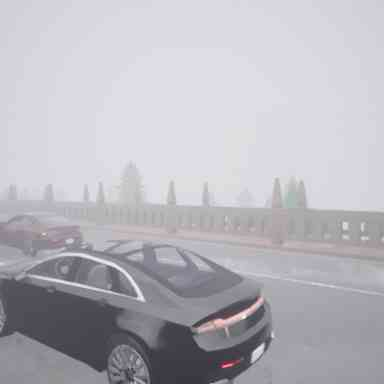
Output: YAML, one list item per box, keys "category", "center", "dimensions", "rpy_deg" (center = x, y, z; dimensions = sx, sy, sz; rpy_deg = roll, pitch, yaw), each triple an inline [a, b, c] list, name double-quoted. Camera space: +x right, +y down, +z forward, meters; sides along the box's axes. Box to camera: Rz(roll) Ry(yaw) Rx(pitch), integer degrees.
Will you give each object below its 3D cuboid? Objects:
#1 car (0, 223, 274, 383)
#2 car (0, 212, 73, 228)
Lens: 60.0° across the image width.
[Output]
- category: "car"
  center: [-1.268, 1.482, 4.952]
  dimensions: [4.902, 1.511, 2.128]
  rpy_deg: [0, 0, 35]
- category: "car"
  center: [-6.035, 1.489, 12.677]
  dimensions: [4.674, 1.442, 1.812]
  rpy_deg: [0, 0, 36]
